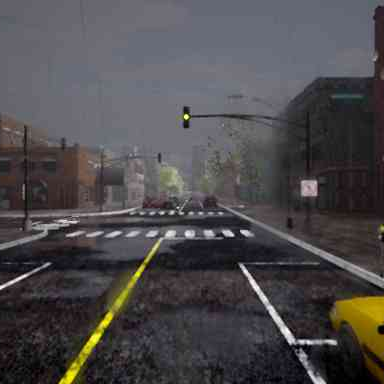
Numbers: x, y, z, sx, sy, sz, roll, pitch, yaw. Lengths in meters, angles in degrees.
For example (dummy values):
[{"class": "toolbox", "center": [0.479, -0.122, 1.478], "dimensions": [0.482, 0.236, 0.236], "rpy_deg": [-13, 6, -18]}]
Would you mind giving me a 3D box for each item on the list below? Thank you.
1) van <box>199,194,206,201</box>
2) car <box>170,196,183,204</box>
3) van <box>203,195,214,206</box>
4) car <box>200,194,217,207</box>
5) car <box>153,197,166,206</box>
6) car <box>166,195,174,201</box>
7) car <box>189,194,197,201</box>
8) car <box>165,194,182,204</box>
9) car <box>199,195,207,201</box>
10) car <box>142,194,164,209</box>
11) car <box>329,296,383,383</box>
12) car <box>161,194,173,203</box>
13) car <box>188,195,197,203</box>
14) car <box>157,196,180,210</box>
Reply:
[{"class": "van", "center": [2.847, 1.370, 90.436], "dimensions": [1.690, 1.788, 3.998], "rpy_deg": [-1, 0, 0]}, {"class": "car", "center": [-2.890, 1.513, 63.478], "dimensions": [2.128, 1.511, 4.902], "rpy_deg": [0, 0, 0]}, {"class": "van", "center": [2.787, 1.361, 57.172], "dimensions": [1.690, 1.788, 3.998], "rpy_deg": [-1, 0, 0]}, {"class": "car", "center": [2.777, 1.333, 51.628], "dimensions": [2.192, 1.841, 5.009], "rpy_deg": [-1, 0, 0]}, {"class": "car", "center": [-5.591, 1.602, 57.187], "dimensions": [1.802, 1.307, 4.206], "rpy_deg": [-1, 0, 0]}, {"class": "car", "center": [-5.542, 1.572, 84.907], "dimensions": [1.887, 1.381, 4.507], "rpy_deg": [-1, 0, 0]}, {"class": "car", "center": [0.147, 1.402, 82.493], "dimensions": [1.882, 1.535, 5.008], "rpy_deg": [0, 0, 0]}, {"class": "car", "center": [-2.974, 1.496, 53.347], "dimensions": [1.882, 1.535, 5.008], "rpy_deg": [0, 0, 0]}, {"class": "car", "center": [2.837, 1.467, 84.892], "dimensions": [1.967, 1.590, 4.097], "rpy_deg": [-1, 0, 0]}, {"class": "car", "center": [-5.613, 1.332, 46.099], "dimensions": [2.192, 1.841, 5.009], "rpy_deg": [-1, 0, 0]}, {"class": "car", "center": [2.691, 1.526, 2.660], "dimensions": [1.752, 1.417, 4.829], "rpy_deg": [-1, 0, 0]}, {"class": "car", "center": [-5.564, 1.340, 73.819], "dimensions": [2.192, 1.841, 5.009], "rpy_deg": [-1, 0, 0]}, {"class": "car", "center": [0.127, 1.545, 72.077], "dimensions": [2.128, 1.511, 4.902], "rpy_deg": [0, 0, 0]}, {"class": "car", "center": [-3.018, 1.580, 43.547], "dimensions": [1.994, 1.385, 4.181], "rpy_deg": [0, 0, 0]}]
